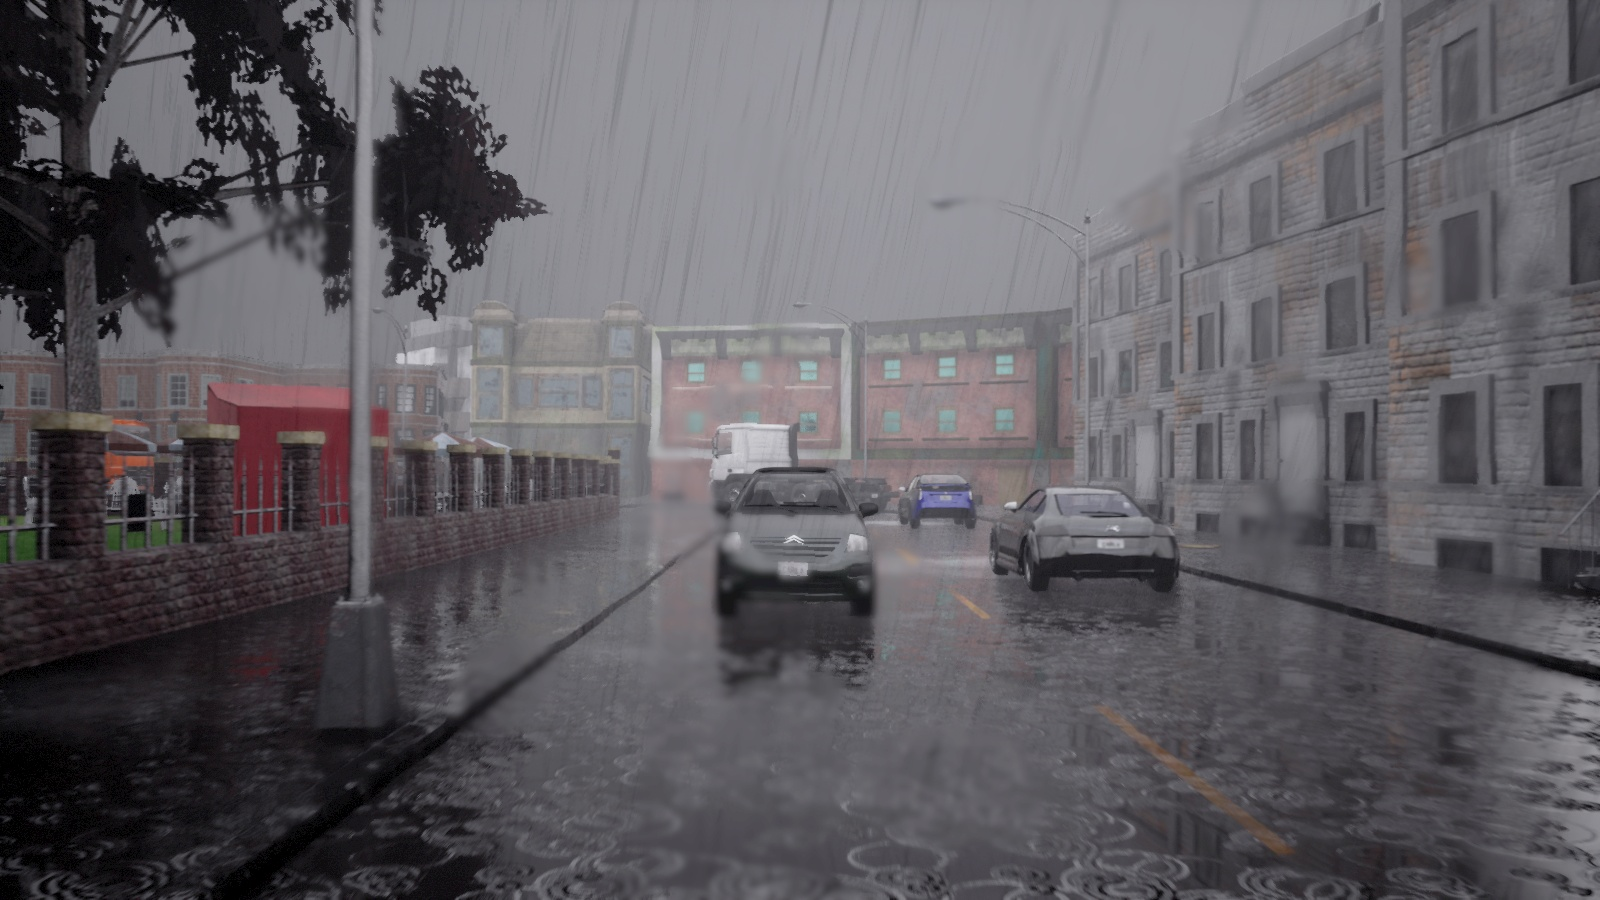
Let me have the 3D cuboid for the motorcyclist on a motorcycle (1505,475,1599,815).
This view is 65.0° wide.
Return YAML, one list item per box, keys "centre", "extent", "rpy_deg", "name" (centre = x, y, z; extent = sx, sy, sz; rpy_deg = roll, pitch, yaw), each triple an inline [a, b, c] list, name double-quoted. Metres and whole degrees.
- centre: [3.986, 0.870, 5.350]
  extent: [0.797, 1.523, 2.044]
  rpy_deg: [0, -1, 0]
  name: "motorcyclist on a motorcycle"

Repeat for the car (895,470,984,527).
- centre: [3.910, 1.348, 35.944]
  extent: [2.007, 1.525, 4.514]
  rpy_deg: [0, -1, 0]
  name: "car"

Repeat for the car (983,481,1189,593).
- centre: [3.955, 1.166, 18.120]
  extent: [1.994, 1.385, 4.181]
  rpy_deg: [0, -1, 0]
  name: "car"

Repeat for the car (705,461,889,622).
- centre: [-0.037, 0.958, 14.661]
  extent: [1.851, 1.617, 3.988]
  rpy_deg: [0, -1, 0]
  name: "car"

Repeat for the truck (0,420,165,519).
- centre: [-27.826, 0.710, 45.753]
  extent: [7.936, 3.462, 2.891]
  rpy_deg: [0, -1, 0]
  name: "truck"

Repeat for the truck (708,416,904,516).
- centre: [0.058, 0.624, 47.189]
  extent: [2.891, 3.462, 7.936]
  rpy_deg: [1, -1, -40]
  name: "truck"
